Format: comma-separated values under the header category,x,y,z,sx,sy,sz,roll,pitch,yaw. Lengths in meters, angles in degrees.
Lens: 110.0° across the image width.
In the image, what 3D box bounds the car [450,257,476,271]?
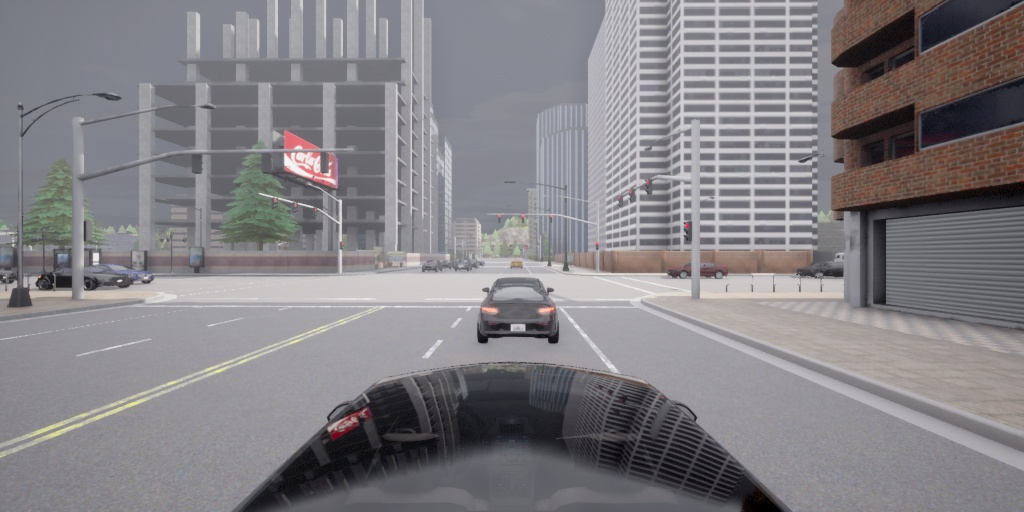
category,x,y,z,sx,sy,sz,roll,pitch,yaw
car,-6.539,1.241,48.537,2.128,1.511,4.902,0,0,1

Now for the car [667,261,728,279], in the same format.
category,x,y,z,sx,sy,sz,roll,pitch,yaw
car,16.471,1.228,31.918,5.008,1.535,1.882,0,0,0

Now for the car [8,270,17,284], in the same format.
category,x,y,z,sx,sy,sz,roll,pitch,yaw
car,-37.846,1.255,25.091,4.892,1.490,1.837,0,0,0

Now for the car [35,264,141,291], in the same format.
category,x,y,z,sx,sy,sz,roll,pitch,yaw
car,-25.503,1.314,21.503,4.181,1.385,1.994,0,0,0

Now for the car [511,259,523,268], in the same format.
category,x,y,z,sx,sy,sz,roll,pitch,yaw
car,0.787,1.227,60.427,1.882,1.535,5.008,0,0,1

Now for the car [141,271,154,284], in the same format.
category,x,y,z,sx,sy,sz,roll,pitch,yaw
car,-27.857,1.276,25.020,4.674,1.442,1.812,0,0,0

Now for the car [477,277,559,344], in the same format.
category,x,y,z,sx,sy,sz,roll,pitch,yaw
car,0.160,1.276,9.502,1.812,1.442,4.674,0,0,1

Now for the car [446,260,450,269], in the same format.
category,x,y,z,sx,sy,sz,roll,pitch,yaw
car,-9.957,1.297,55.376,2.033,1.411,5.357,0,0,1

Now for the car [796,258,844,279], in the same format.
category,x,y,z,sx,sy,sz,roll,pitch,yaw
car,28.076,1.227,31.825,5.008,1.535,1.882,0,0,1

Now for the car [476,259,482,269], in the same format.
category,x,y,z,sx,sy,sz,roll,pitch,yaw
car,-6.417,1.255,57.918,1.837,1.490,4.892,0,0,1

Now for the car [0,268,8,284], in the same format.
category,x,y,z,sx,sy,sz,roll,pitch,yaw
car,-34.201,1.102,21.566,4.553,1.767,2.097,0,0,0

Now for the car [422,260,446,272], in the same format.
category,x,y,z,sx,sy,sz,roll,pitch,yaw
car,-10.079,1.255,45.635,1.837,1.490,4.892,0,0,1
